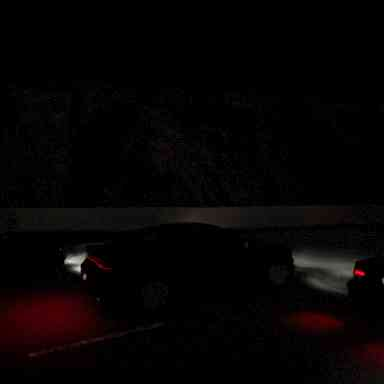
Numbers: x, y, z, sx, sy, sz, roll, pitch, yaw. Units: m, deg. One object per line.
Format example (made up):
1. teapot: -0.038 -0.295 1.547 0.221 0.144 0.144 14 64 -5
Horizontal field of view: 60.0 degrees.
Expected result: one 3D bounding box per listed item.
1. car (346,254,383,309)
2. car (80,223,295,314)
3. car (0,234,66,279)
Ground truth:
1. car: 5.544 1.535 6.440 5.357 1.411 2.033 0 0 -23
2. car: 0.122 1.435 7.502 5.008 1.535 1.882 0 0 -30
3. car: -6.035 1.474 8.130 5.357 1.411 2.033 0 0 -35
